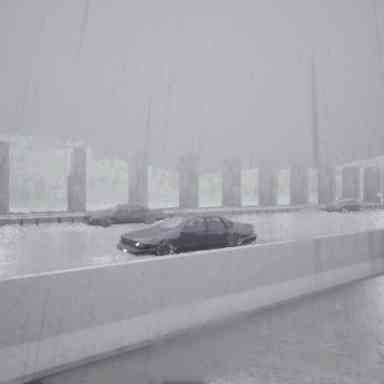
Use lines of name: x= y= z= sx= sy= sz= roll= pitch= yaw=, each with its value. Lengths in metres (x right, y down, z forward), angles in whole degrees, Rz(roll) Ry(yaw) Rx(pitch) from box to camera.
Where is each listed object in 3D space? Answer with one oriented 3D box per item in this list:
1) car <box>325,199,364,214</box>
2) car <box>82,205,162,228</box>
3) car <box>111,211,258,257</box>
car: x=16.127 y=1.504 z=35.077 sx=4.892 sy=1.490 sz=1.837 roll=0 pitch=0 yaw=-31
car: x=-4.418 y=1.547 z=22.103 sx=5.357 sy=1.411 sz=2.033 roll=0 pitch=0 yaw=-33
car: x=0.010 y=1.547 z=12.437 sx=5.357 sy=1.411 sz=2.033 roll=0 pitch=0 yaw=-34
